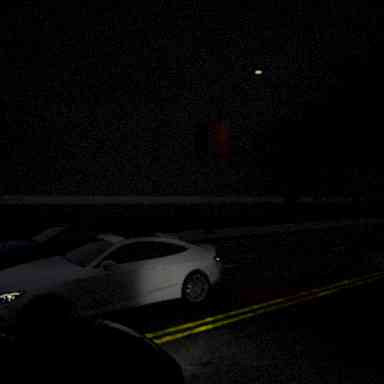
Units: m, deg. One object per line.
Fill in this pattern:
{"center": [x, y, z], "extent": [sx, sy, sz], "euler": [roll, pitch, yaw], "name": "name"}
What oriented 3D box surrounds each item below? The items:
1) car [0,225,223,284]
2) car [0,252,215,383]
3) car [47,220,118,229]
{"center": [-1.464, 1.546, 6.632], "extent": [4.674, 1.442, 1.812], "euler": [1, 0, -35], "name": "car"}
{"center": [-2.244, 1.499, 1.839], "extent": [4.892, 1.490, 1.837], "euler": [0, 0, -36], "name": "car"}
{"center": [-3.352, 1.546, 9.277], "extent": [4.674, 1.442, 1.812], "euler": [1, 0, -35], "name": "car"}
